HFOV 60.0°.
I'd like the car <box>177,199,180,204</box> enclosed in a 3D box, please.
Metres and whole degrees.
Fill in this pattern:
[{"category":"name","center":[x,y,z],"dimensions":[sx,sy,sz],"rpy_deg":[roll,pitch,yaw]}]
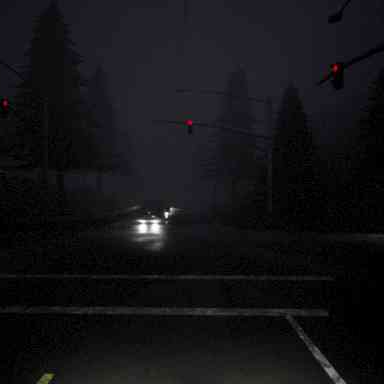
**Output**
[{"category":"car","center":[-4.122,1.564,61.576],"dimensions":[1.994,1.385,4.181],"rpy_deg":[0,0,-39]}]

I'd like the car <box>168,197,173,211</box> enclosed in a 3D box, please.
[{"category":"car","center":[-3.663,1.478,40.235],"dimensions":[1.882,1.535,5.008],"rpy_deg":[0,0,0]}]

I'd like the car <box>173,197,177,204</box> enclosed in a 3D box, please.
[{"category":"car","center":[-3.955,1.491,50.385],"dimensions":[2.128,1.511,4.902],"rpy_deg":[0,0,-7]}]

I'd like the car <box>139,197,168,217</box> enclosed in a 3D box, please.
[{"category":"car","center":[-3.664,1.491,30.732],"dimensions":[2.128,1.511,4.902],"rpy_deg":[0,0,0]}]
